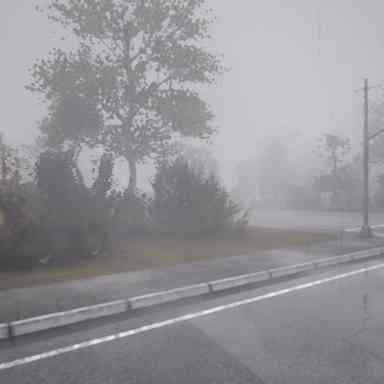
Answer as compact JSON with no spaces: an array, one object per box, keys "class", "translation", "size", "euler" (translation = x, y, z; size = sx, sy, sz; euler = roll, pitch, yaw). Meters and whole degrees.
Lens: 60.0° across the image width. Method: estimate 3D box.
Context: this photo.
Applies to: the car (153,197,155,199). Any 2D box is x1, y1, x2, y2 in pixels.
[{"class":"car","translation":[-5.971,1.834,53.141],"size":[5.566,2.045,2.150],"euler":[-2,-1,40]}]
